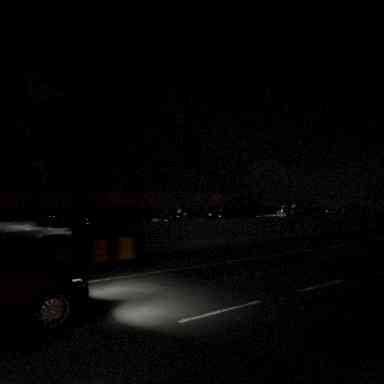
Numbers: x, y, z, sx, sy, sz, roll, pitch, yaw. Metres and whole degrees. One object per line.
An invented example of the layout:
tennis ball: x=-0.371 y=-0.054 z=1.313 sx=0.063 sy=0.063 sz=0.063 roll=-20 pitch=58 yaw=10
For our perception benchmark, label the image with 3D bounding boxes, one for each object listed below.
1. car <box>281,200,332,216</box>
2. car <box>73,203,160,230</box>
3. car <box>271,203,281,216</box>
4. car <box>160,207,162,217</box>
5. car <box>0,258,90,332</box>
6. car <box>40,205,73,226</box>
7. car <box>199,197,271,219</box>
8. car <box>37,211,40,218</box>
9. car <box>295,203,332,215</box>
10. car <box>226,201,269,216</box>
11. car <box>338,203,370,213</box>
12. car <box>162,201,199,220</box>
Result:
car: x=11.742 y=1.878 z=33.740 sx=4.902 sy=1.511 sz=2.128 roll=1 pitch=-1 yaw=-35
car: x=-4.911 y=1.622 z=21.978 sx=4.892 sy=1.490 sz=1.837 roll=1 pitch=-1 yaw=-35
car: x=7.507 y=1.843 z=35.045 sx=4.902 sy=1.511 sz=2.128 roll=1 pitch=-1 yaw=-35
car: x=-1.483 y=1.788 z=32.982 sx=5.357 sy=1.411 sz=2.033 roll=1 pitch=-1 yaw=-35
car: x=-4.011 y=1.522 z=5.184 sx=4.674 sy=1.442 sz=1.812 roll=1 pitch=0 yaw=-35
car: x=-7.977 y=1.606 z=24.091 sx=4.892 sy=1.490 sz=1.837 roll=1 pitch=-1 yaw=-35
car: x=3.696 y=1.478 z=28.089 sx=5.566 sy=2.045 sz=2.150 roll=1 pitch=-1 yaw=-36
car: x=-9.922 y=1.705 z=27.003 sx=4.718 sy=1.301 sz=1.895 roll=1 pitch=-1 yaw=-35
car: x=14.776 y=2.070 z=40.247 sx=4.718 sy=1.301 sz=1.895 roll=1 pitch=-1 yaw=-35
car: x=6.493 y=1.860 z=38.584 sx=4.902 sy=1.511 sz=2.128 roll=1 pitch=-1 yaw=-35
car: x=19.166 y=2.000 z=39.284 sx=4.902 sy=1.511 sz=2.128 roll=1 pitch=-1 yaw=-38
car: x=0.028 y=1.583 z=29.777 sx=4.553 sy=1.767 sz=2.097 roll=1 pitch=-1 yaw=-35
